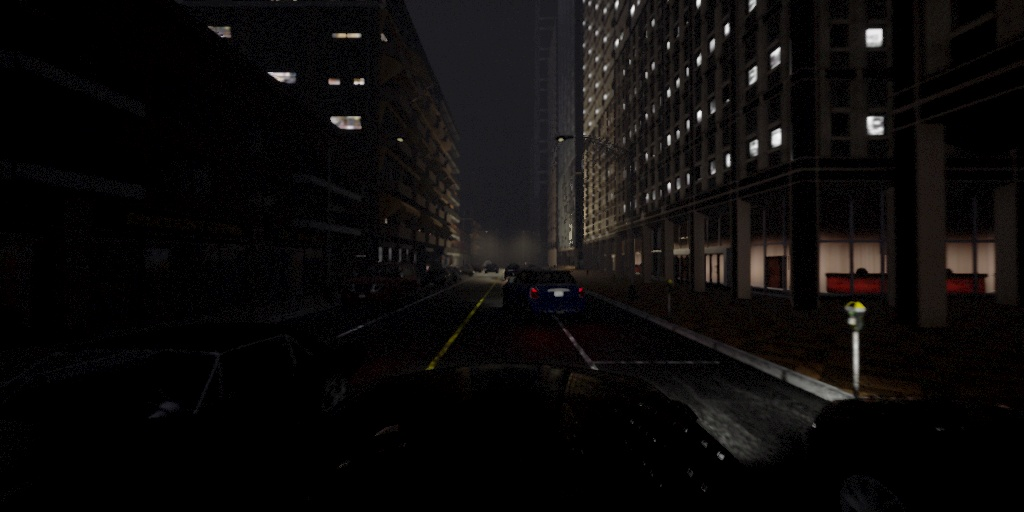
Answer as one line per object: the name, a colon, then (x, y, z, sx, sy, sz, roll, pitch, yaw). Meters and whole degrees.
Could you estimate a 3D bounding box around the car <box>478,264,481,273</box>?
car: (-5.626, 1.931, 55.605, 1.888, 1.381, 4.507, 0, 0, 0)

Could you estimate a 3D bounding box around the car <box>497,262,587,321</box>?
car: (1.009, 1.236, 13.340, 2.097, 1.767, 4.553, 0, -1, -13)

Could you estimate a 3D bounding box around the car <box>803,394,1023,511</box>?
car: (3.141, 1.243, 0.733, 1.837, 1.490, 4.892, 0, -1, 0)

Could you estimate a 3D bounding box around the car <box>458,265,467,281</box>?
car: (-5.654, 1.663, 33.012, 2.007, 1.370, 4.403, 0, 0, 0)

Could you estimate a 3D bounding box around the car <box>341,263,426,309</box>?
car: (-5.676, 1.229, 16.068, 2.192, 1.841, 5.009, 0, 0, 0)

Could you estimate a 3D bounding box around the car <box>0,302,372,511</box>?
car: (-3.099, 1.366, 3.083, 1.895, 1.301, 4.718, 0, -1, 0)

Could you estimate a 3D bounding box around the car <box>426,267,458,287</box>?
car: (-5.661, 1.612, 27.365, 1.948, 1.339, 4.313, 0, 0, 0)

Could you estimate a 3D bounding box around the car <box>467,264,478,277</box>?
car: (-5.640, 1.773, 44.139, 1.751, 1.417, 4.829, 0, 0, 0)

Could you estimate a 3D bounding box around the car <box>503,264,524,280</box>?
car: (0.142, 1.672, 38.649, 2.128, 1.511, 4.902, 0, -1, 0)

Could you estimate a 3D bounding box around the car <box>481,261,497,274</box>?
car: (-2.965, 1.829, 52.755, 1.882, 1.535, 5.008, 0, -1, 1)
